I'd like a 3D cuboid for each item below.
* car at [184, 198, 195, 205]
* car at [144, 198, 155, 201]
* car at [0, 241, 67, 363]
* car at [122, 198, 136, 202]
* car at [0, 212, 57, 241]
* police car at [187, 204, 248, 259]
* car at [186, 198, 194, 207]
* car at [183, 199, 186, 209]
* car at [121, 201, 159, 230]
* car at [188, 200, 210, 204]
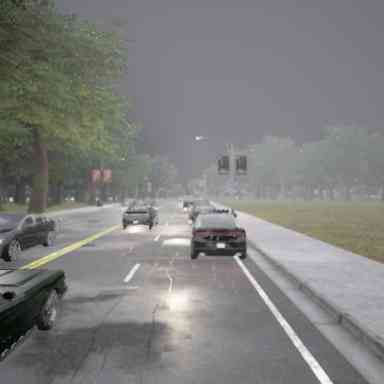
[{"bbox_3d":[-0.484,1.868,65.548,1.994,1.385,4.181,0,0,0],"label":"car"},{"bbox_3d":[-6.982,1.737,54.269,1.837,1.490,4.892,0,0,0],"label":"car"},{"bbox_3d":[-3.177,1.614,3.947,1.895,1.301,4.718,0,0,0],"label":"car"},{"bbox_3d":[-10.232,1.725,54.212,2.128,1.511,4.902,0,0,0],"label":"car"},{"bbox_3d":[-6.690,1.534,12.334,2.128,1.511,4.902,0,0,0],"label":"car"},{"bbox_3d":[0.881,1.468,12.914,1.930,1.638,5.238,0,0,0],"label":"police car"},{"bbox_3d":[0.763,1.452,28.775,2.097,1.767,4.553,0,0,0],"label":"car"},{"bbox_3d":[-0.332,1.681,49.342,1.882,1.535,5.008,0,0,0],"label":"car"},{"bbox_3d":[-3.311,1.566,21.899,2.128,1.511,4.902,0,0,0],"label":"car"},{"bbox_3d":[0.807,1.556,22.804,1.882,1.535,5.008,0,0,0],"label":"car"}]
